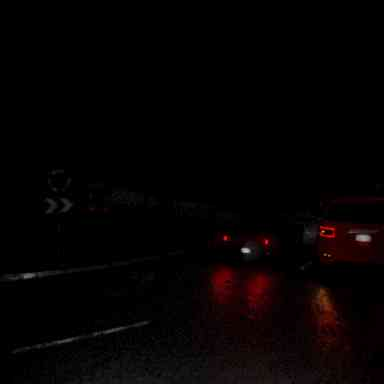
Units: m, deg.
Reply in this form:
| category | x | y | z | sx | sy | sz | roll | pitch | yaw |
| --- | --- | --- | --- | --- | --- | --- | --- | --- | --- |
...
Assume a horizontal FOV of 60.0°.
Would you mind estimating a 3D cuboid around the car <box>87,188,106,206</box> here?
| category | x | y | z | sx | sy | sz | roll | pitch | yaw |
| --- | --- | --- | --- | --- | --- | --- | --- | --- | --- |
| car | -11.994 | 0.516 | 40.438 | 2.150 | 2.045 | 5.566 | -1 | 3 | -28 |

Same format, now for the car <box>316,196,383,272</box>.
| category | x | y | z | sx | sy | sz | roll | pitch | yaw |
| --- | --- | --- | --- | --- | --- | --- | --- | --- | --- |
| car | 5.066 | 1.120 | 10.038 | 2.150 | 2.045 | 5.566 | 0 | 1 | 25 |

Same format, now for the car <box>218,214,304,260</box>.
| category | x | y | z | sx | sy | sz | roll | pitch | yaw |
| --- | --- | --- | --- | --- | --- | --- | --- | --- | --- |
| car | 2.734 | 1.463 | 12.054 | 1.895 | 1.301 | 4.718 | 1 | 1 | 29 |
